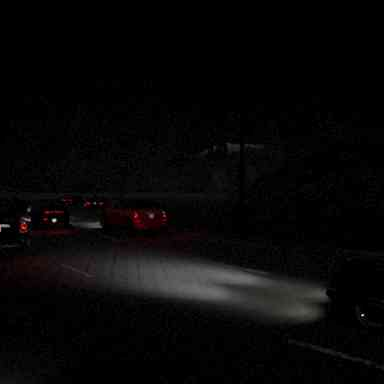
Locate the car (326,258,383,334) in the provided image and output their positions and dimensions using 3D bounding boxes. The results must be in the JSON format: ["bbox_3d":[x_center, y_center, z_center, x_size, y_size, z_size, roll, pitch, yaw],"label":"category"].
[{"bbox_3d":[4.658,1.616,5.073,4.718,1.301,1.895,1,1,36],"label":"car"}]

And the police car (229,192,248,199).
[{"bbox_3d":[12.177,0.870,87.253,5.238,1.638,1.930,0,0,-20],"label":"police car"}]

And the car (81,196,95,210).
[{"bbox_3d":[-9.861,1.152,35.219,2.033,1.411,5.357,1,0,-7],"label":"car"}]

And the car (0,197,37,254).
[{"bbox_3d":[-7.417,1.172,11.974,2.097,1.767,4.553,0,1,-39],"label":"car"}]

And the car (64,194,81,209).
[{"bbox_3d":[-13.403,1.047,37.780,1.837,1.490,4.892,0,0,-3],"label":"car"}]

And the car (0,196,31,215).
[{"bbox_3d":[-15.823,1.132,29.131,2.033,1.411,5.357,1,0,-13],"label":"car"}]

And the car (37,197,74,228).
[{"bbox_3d":[-8.668,1.244,20.206,1.837,1.490,4.892,0,1,-29],"label":"car"}]

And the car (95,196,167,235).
[{"bbox_3d":[-3.231,1.172,17.972,2.097,1.767,4.553,0,0,-36],"label":"car"}]
